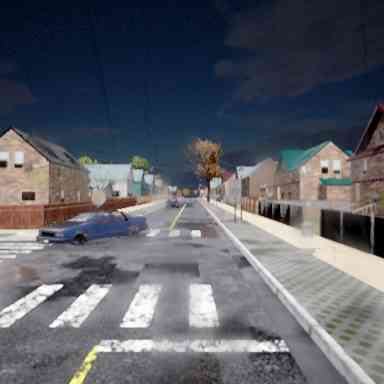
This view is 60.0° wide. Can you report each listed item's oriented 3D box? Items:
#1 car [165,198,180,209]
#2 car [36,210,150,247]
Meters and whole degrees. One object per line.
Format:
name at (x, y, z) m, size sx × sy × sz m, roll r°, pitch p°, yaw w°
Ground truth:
car at (-2.671, 1.583, 46.061) m, size 2.033 × 1.411 × 5.357 m, roll 0°, pitch 0°, yaw 0°
car at (-4.342, 1.578, 15.611) m, size 2.033 × 1.411 × 5.357 m, roll -1°, pitch 0°, yaw 36°
